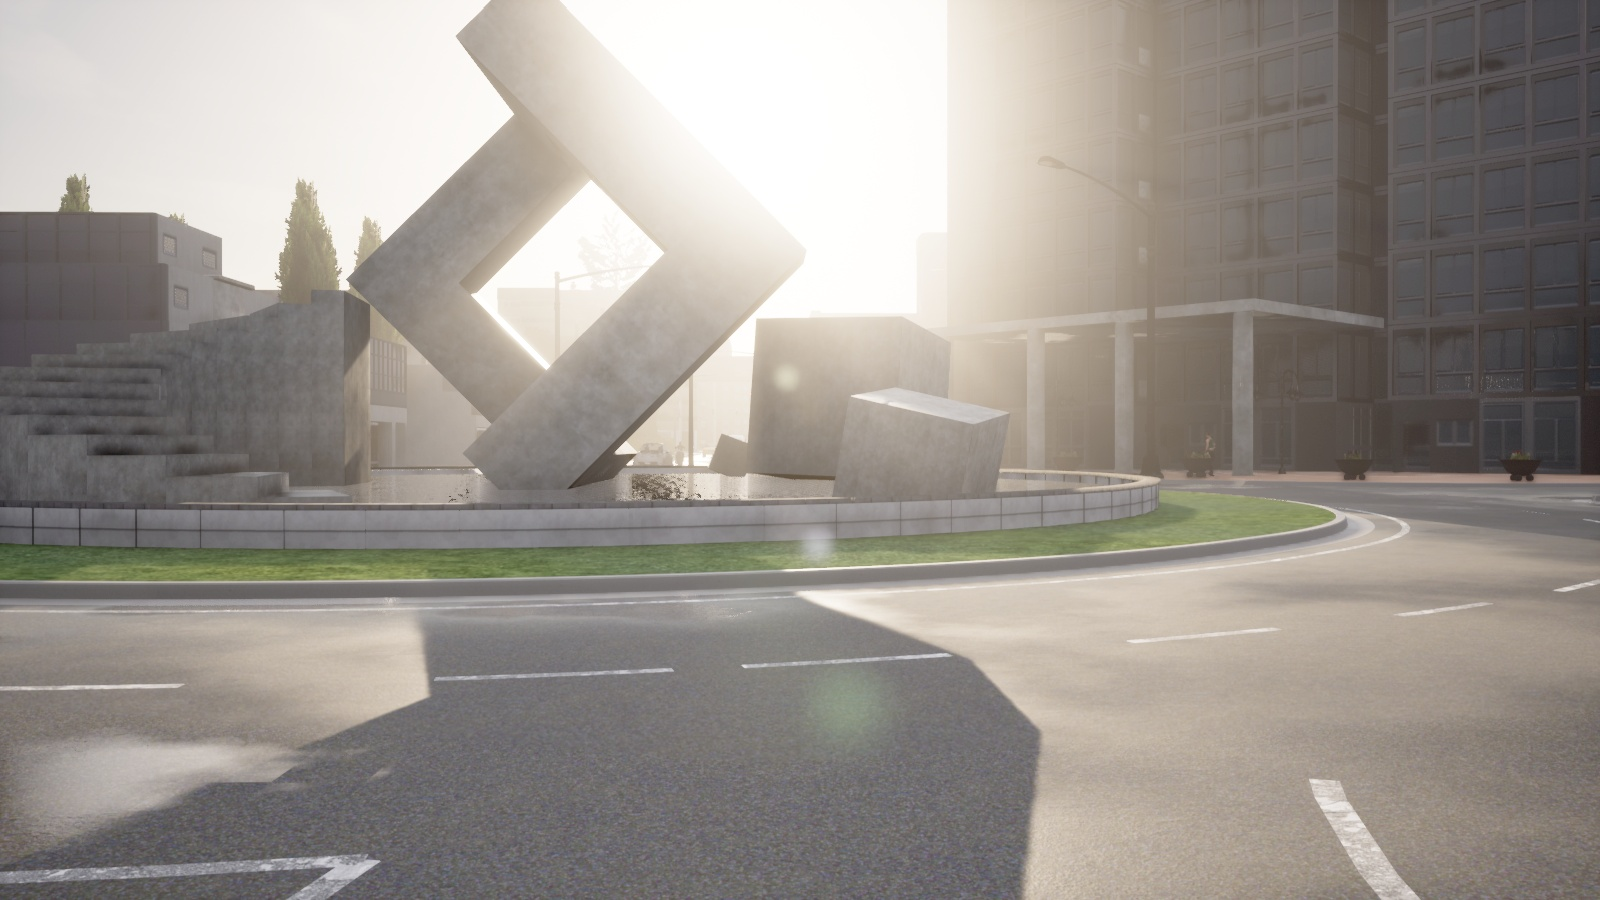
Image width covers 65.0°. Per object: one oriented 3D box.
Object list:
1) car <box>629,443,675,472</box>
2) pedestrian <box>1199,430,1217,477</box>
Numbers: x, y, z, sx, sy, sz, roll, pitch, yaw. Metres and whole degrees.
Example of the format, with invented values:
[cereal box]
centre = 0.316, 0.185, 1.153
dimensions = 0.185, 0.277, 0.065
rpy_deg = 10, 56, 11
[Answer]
[car]
centre = -7.772, 0.379, 66.226
dimensions = 1.845, 1.501, 3.633
rpy_deg = 0, 0, 3
[pedestrian]
centre = 16.226, 0.141, 49.891
dimensions = 0.345, 1.836, 0.594
rpy_deg = 0, 0, -31
